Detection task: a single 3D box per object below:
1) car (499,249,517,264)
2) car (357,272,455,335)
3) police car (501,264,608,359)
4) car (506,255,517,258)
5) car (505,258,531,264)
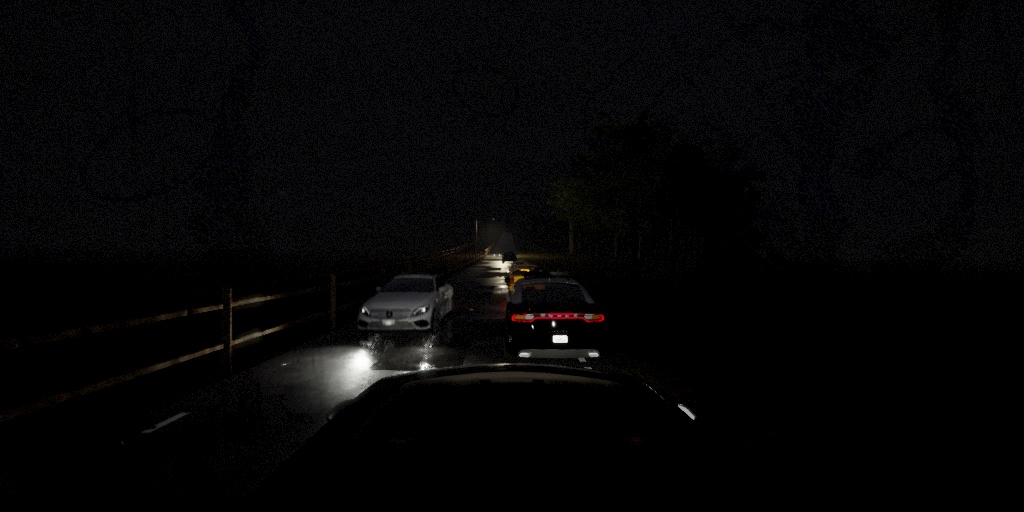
[{"bbox_3d":[-0.355,0.112,51.823,2.097,1.767,4.553,0,2,0],"label":"car"},{"bbox_3d":[-2.819,1.235,10.502,1.812,1.442,4.674,0,0,0],"label":"car"},{"bbox_3d":[0.775,1.149,8.499,1.930,1.638,5.238,0,0,0],"label":"police car"},{"bbox_3d":[0.638,0.969,24.574,1.801,1.575,5.366,0,1,0],"label":"car"},{"bbox_3d":[0.689,1.072,18.576,1.801,1.575,5.366,0,1,0],"label":"car"}]
